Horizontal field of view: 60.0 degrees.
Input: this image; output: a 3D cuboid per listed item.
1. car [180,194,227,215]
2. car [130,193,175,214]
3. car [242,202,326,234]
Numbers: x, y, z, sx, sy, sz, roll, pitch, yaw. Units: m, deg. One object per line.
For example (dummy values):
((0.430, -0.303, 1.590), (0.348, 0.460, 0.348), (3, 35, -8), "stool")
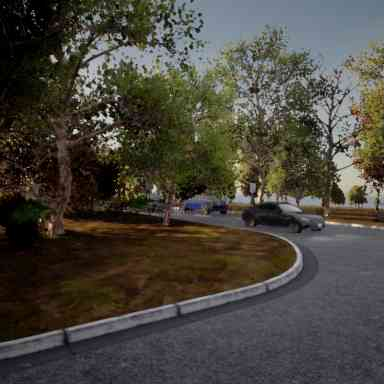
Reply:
((0.909, 0.969, 28.576), (2.097, 1.767, 4.553), (1, 0, -36), "car")
((-3.449, 0.862, 28.625), (2.097, 1.767, 4.553), (1, 0, -39), "car")
((4.651, 1.256, 17.489), (1.812, 1.442, 4.674), (1, 0, -36), "car")
